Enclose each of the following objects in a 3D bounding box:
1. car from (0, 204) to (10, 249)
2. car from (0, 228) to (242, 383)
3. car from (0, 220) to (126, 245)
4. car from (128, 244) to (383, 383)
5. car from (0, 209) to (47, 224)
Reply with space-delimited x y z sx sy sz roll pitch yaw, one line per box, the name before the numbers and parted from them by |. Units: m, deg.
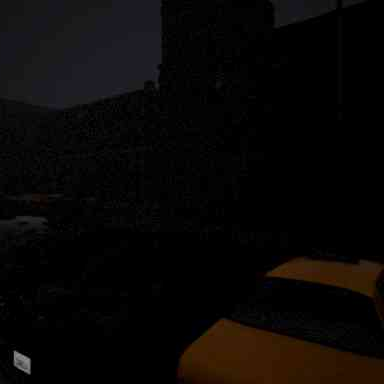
car | -9.569 1.371 12.222 2.185 1.767 4.553 0 0 36
car | -0.528 1.511 5.696 2.163 1.488 4.792 0 0 36
car | -2.789 1.513 7.309 2.163 1.488 4.792 0 0 35
car | 1.860 1.477 4.256 1.946 1.575 5.366 0 0 36
car | -7.282 1.239 10.585 2.435 2.045 5.566 0 0 36
